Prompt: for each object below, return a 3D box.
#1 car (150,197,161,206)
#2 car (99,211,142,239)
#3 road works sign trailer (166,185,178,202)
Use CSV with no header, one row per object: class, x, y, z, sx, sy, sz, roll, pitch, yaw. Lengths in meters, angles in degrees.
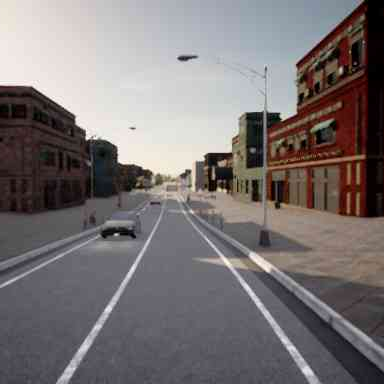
car,-6.629,1.655,60.781,1.882,1.535,5.008,0,2,-3
car,-3.971,1.848,19.418,2.033,1.411,5.357,0,-2,-4
road works sign trailer,-4.178,0.306,69.669,2.380,3.560,2.880,0,2,-4
